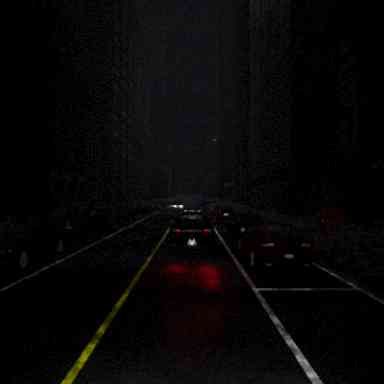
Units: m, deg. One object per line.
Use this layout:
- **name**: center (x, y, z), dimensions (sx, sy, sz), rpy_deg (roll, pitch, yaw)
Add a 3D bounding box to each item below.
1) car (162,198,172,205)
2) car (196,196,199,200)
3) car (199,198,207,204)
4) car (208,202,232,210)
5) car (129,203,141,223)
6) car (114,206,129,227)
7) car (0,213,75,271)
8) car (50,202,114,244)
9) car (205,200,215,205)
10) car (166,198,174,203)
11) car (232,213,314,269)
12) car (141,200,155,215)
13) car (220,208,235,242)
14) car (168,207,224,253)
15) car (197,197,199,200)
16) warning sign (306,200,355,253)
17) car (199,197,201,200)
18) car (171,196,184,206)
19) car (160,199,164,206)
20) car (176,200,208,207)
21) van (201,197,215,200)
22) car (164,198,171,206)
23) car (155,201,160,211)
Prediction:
- **car**: center (-5.848, 2.235, 78.879), dimensions (2.008, 1.369, 4.403), rpy_deg (1, 0, 0)
- **car**: center (2.678, 2.234, 78.884), dimensions (2.008, 1.369, 4.403), rpy_deg (1, 0, 0)
- **car**: center (2.678, 2.271, 84.509), dimensions (1.887, 1.381, 4.507), rpy_deg (1, 0, 0)
- **car**: center (2.676, 1.826, 28.263), dimensions (1.947, 1.339, 4.313), rpy_deg (1, -1, 0)
- **car**: center (-5.850, 1.827, 28.260), dimensions (1.947, 1.339, 4.313), rpy_deg (1, -1, 0)
- **car**: center (-5.850, 1.776, 22.636), dimensions (1.947, 1.339, 4.313), rpy_deg (1, -1, 0)
- **car**: center (-5.850, 1.652, 11.388), dimensions (1.887, 1.381, 4.507), rpy_deg (1, -1, 0)
- **car**: center (-5.848, 1.474, 17.014), dimensions (2.192, 1.841, 5.009), rpy_deg (1, -1, 0)
- **car**: center (2.676, 1.943, 39.512), dimensions (1.802, 1.307, 4.206), rpy_deg (1, 0, 0)
- **car**: center (-5.847, 2.293, 89.958), dimensions (1.752, 1.417, 4.829), rpy_deg (1, 0, 0)
- **car**: center (2.676, 1.652, 11.390), dimensions (1.887, 1.381, 4.507), rpy_deg (1, -1, 0)
- **car**: center (-5.850, 1.906, 39.509), dimensions (1.887, 1.381, 4.507), rpy_deg (1, -1, 0)
- **car**: center (2.675, 1.724, 17.014), dimensions (1.947, 1.339, 4.313), rpy_deg (1, -1, 0)
- **car**: center (0.003, 1.626, 14.297), dimensions (2.128, 1.511, 4.902), rpy_deg (0, 0, 0)
- **car**: center (2.677, 2.146, 67.635), dimensions (2.008, 1.369, 4.403), rpy_deg (1, 0, 0)
- **warning sign**: center (5.059, 1.230, 12.236), dimensions (1.300, 1.860, 1.060), rpy_deg (-1, -1, 0)
- **car**: center (2.678, 1.944, 56.386), dimensions (1.967, 1.590, 4.097), rpy_deg (1, 0, 0)
- **car**: center (-2.998, 2.174, 70.983), dimensions (1.994, 1.385, 4.181), rpy_deg (0, 0, 0)
- **car**: center (-5.849, 2.002, 50.758), dimensions (1.887, 1.381, 4.507), rpy_deg (1, 0, 0)
- **car**: center (0.004, 1.763, 29.309), dimensions (2.128, 1.511, 4.902), rpy_deg (0, 0, 0)
- **van**: center (2.679, 1.798, 50.763), dimensions (1.690, 1.788, 3.998), rpy_deg (1, 0, 0)
- **car**: center (-5.848, 2.140, 67.631), dimensions (1.887, 1.381, 4.507), rpy_deg (1, 0, 0)
- **car**: center (-5.848, 1.850, 45.134), dimensions (1.967, 1.590, 4.097), rpy_deg (1, 0, 0)
